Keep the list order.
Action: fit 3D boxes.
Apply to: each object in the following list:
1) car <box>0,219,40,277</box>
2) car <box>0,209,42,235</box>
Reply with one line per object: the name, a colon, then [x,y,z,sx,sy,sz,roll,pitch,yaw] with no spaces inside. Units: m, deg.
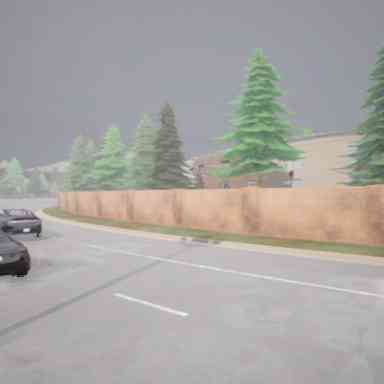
car: [-6.346,1.647,9.551,4.181,1.385,1.994,-1,-1,42]
car: [-9.614,1.641,17.807,2.128,1.511,4.902,0,-1,-43]
